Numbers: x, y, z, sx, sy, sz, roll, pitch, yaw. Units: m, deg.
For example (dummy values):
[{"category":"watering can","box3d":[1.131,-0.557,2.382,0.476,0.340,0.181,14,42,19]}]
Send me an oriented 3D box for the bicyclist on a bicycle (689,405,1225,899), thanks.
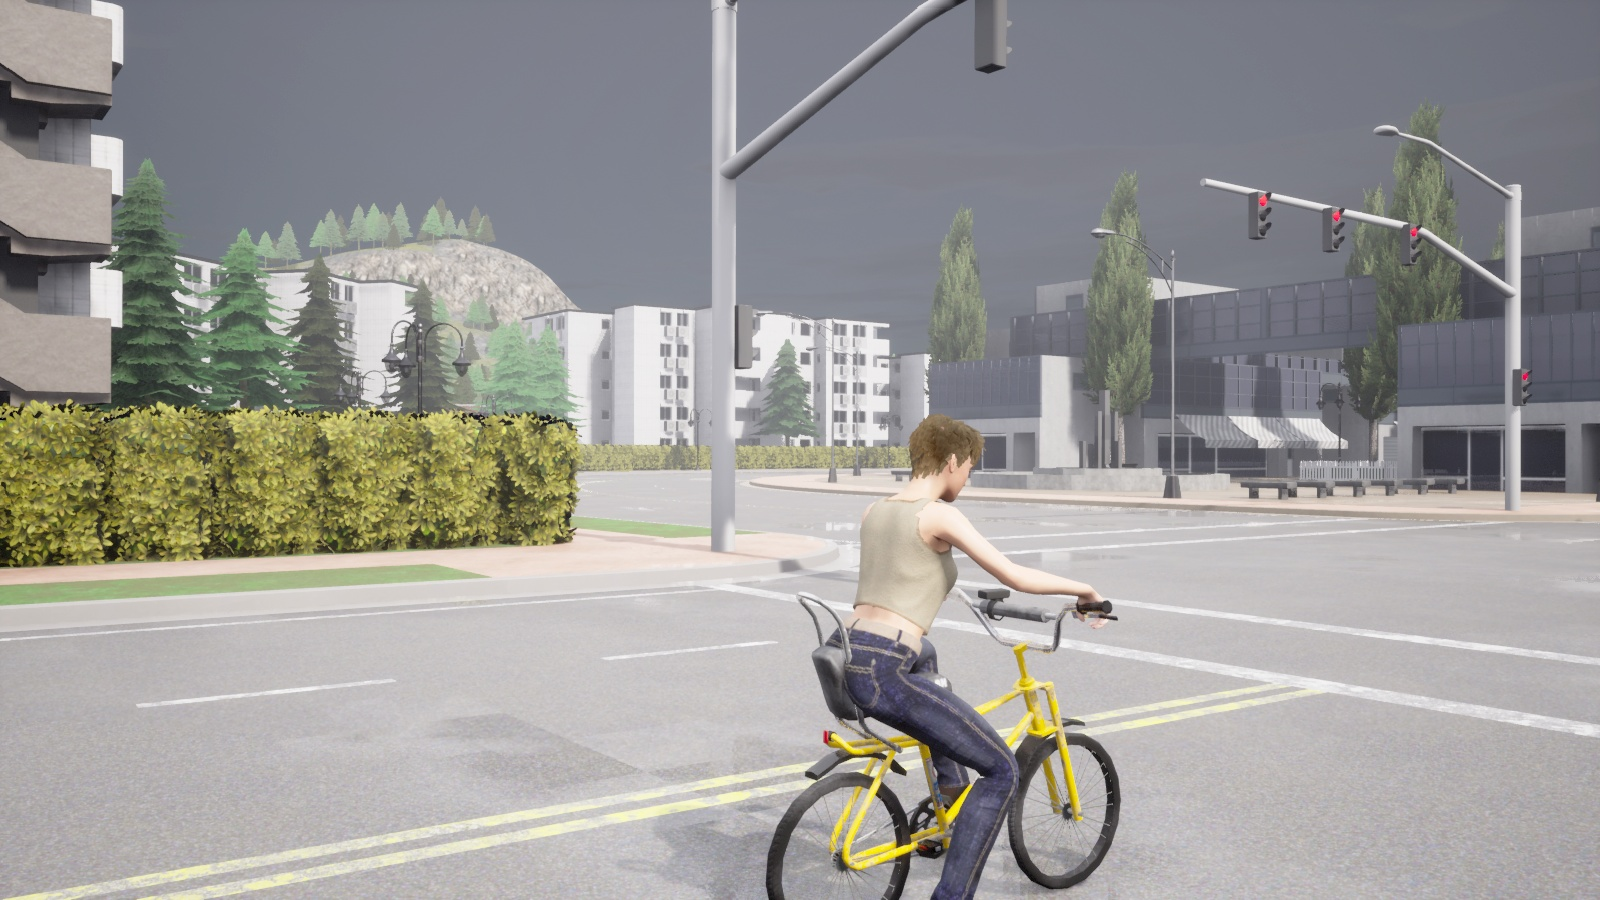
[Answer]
[{"category":"bicyclist on a bicycle","box3d":[0.520,0.690,4.026,1.509,1.612,0.866,0,0,-35]}]
